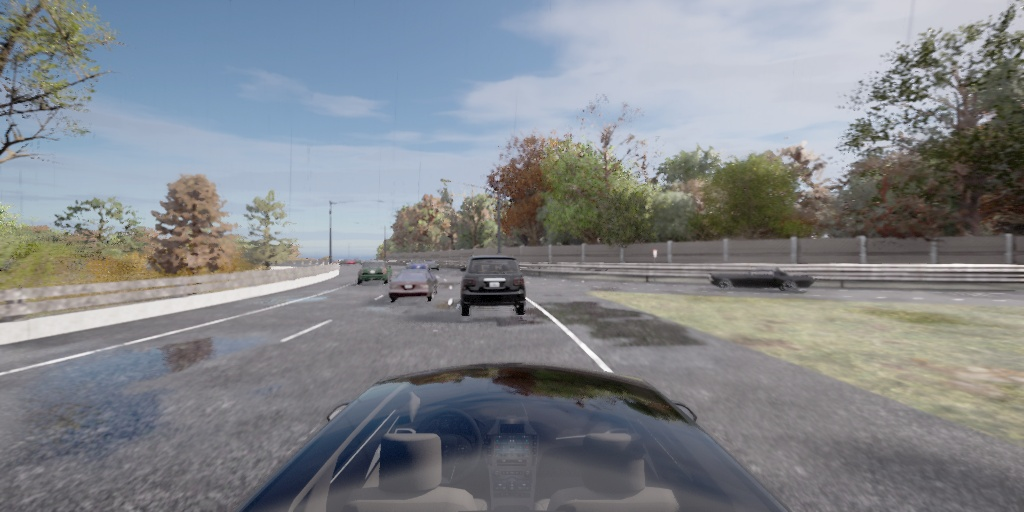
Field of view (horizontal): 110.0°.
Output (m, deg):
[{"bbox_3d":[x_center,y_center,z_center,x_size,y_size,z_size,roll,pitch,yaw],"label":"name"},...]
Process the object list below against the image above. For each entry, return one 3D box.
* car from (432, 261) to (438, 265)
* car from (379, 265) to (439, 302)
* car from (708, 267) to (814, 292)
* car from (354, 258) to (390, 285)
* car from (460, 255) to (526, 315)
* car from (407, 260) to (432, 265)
[{"bbox_3d":[-11.910,1.389,51.321,1.994,1.385,4.181,0,0,-27],"label":"car"},{"bbox_3d":[-4.627,1.325,17.301,2.033,1.411,5.357,0,0,-8],"label":"car"},{"bbox_3d":[13.732,1.284,20.171,4.718,1.301,1.895,0,0,27],"label":"car"},{"bbox_3d":[-10.392,1.163,27.501,2.097,1.767,4.553,0,0,-13],"label":"car"},{"bbox_3d":[-0.804,0.979,13.776,2.150,2.045,5.566,0,0,-6],"label":"car"},{"bbox_3d":[-10.318,1.166,39.057,2.097,1.767,4.553,0,0,-19],"label":"car"}]
